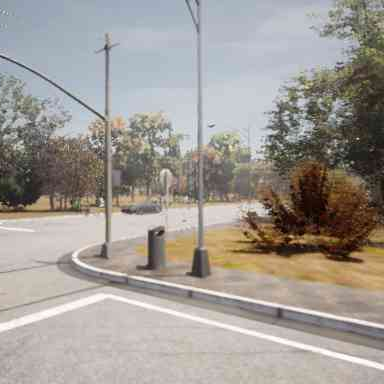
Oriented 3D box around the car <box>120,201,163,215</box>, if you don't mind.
[{"bbox_3d":[-5.464,1.727,36.866,2.033,1.411,5.357,0,0,32],"label":"car"}]
